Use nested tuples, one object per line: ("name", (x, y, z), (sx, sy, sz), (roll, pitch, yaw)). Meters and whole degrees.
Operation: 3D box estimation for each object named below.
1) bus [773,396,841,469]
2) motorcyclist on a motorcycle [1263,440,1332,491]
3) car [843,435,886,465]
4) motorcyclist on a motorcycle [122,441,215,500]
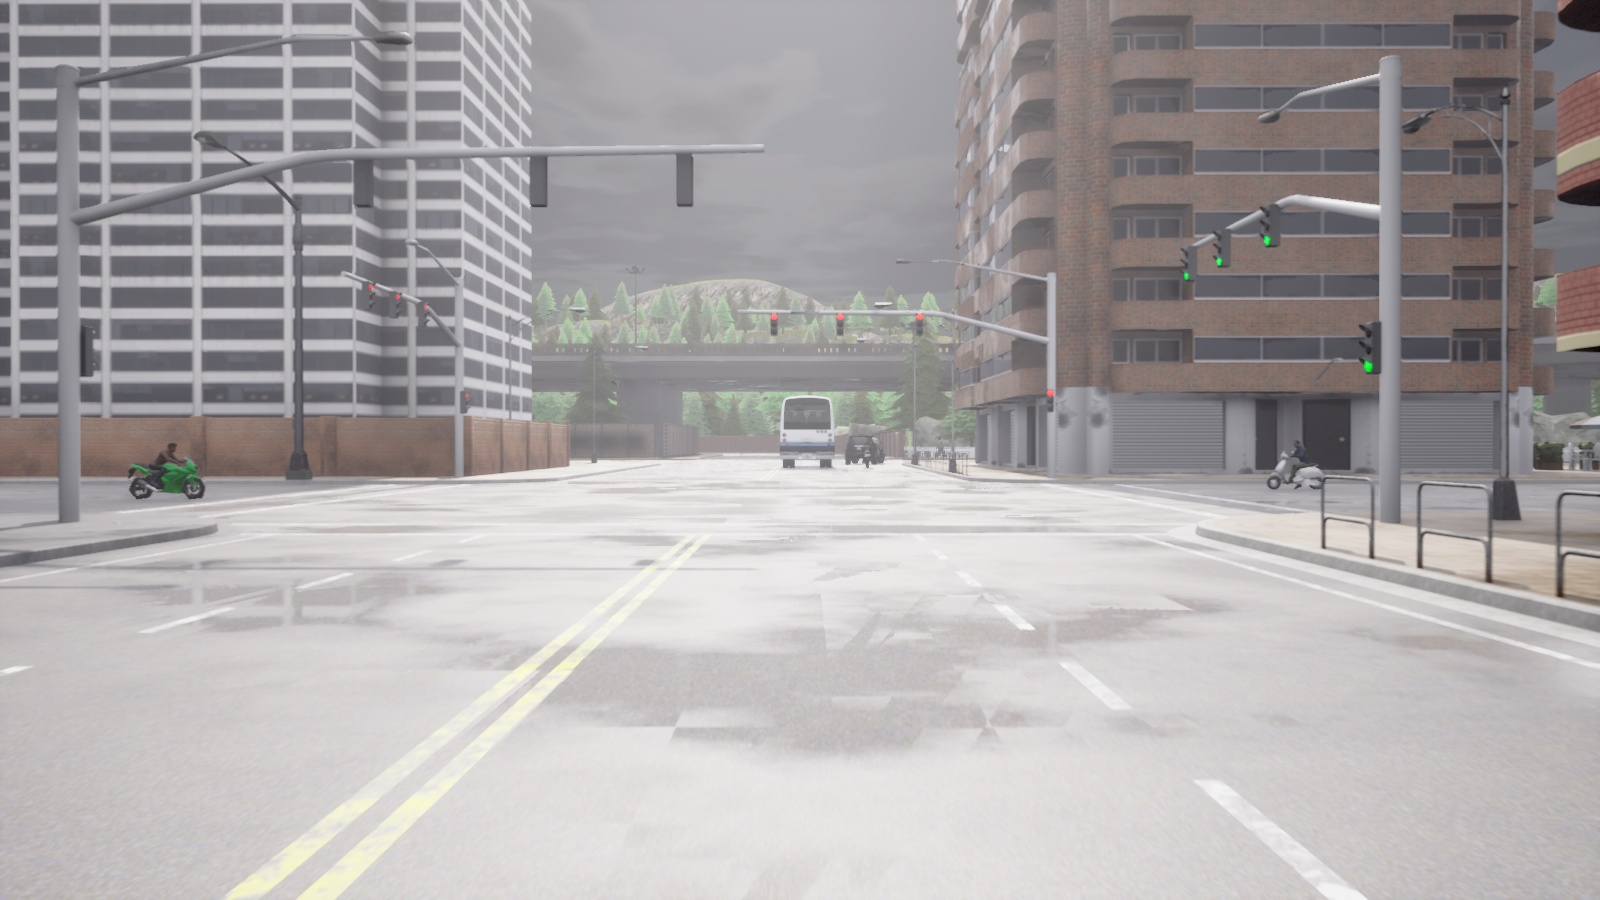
("bus", (0.454, -1.070, 78.184), (3.944, 4.253, 10.273), (0, 0, 0))
("motorcyclist on a motorcycle", (15.658, 0.490, 39.556), (1.817, 1.590, 0.866), (0, 0, 1))
("car", (4.554, -0.028, 87.775), (2.150, 2.045, 5.566), (0, 0, 12))
("motorcyclist on a motorcycle", (-16.537, 0.530, 32.914), (2.044, 1.523, 0.797), (0, 0, 0))
